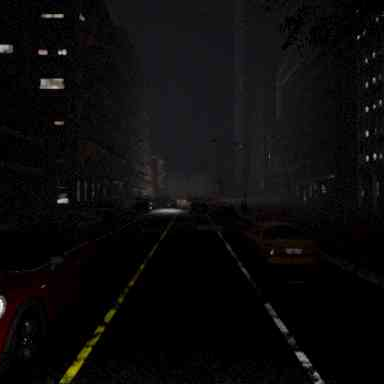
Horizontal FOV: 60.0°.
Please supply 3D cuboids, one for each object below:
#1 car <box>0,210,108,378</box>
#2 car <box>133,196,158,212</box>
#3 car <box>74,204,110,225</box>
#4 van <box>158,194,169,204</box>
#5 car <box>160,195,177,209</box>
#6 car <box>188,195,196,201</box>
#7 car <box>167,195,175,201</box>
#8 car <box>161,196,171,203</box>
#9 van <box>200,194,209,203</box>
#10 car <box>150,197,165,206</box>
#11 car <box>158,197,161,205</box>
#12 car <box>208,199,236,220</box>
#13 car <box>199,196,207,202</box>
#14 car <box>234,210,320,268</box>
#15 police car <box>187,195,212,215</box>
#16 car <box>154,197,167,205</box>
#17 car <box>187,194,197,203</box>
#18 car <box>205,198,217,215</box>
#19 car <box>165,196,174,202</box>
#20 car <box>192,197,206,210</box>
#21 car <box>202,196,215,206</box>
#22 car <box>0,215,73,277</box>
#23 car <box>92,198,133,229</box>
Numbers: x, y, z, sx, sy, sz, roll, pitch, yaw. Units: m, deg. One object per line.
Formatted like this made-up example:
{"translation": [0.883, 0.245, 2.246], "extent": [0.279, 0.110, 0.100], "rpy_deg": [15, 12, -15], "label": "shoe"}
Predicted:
{"translation": [-3.101, 1.358, 5.638], "extent": [2.097, 1.767, 4.553], "rpy_deg": [0, 0, 0], "label": "car"}
{"translation": [-5.676, 1.358, 38.812], "extent": [2.192, 1.841, 5.009], "rpy_deg": [1, 0, 0], "label": "car"}
{"translation": [-5.679, 1.543, 16.364], "extent": [1.752, 1.417, 4.829], "rpy_deg": [1, 0, 0], "label": "car"}
{"translation": [-5.677, 1.420, 66.662], "extent": [1.690, 1.788, 3.998], "rpy_deg": [1, 0, 0], "label": "van"}
{"translation": [-3.086, 1.544, 47.143], "extent": [2.128, 1.511, 4.902], "rpy_deg": [0, 0, 0], "label": "car"}
{"translation": [-0.001, 1.547, 85.211], "extent": [2.128, 1.511, 4.902], "rpy_deg": [0, 0, 0], "label": "car"}
{"translation": [-5.681, 1.635, 88.770], "extent": [1.752, 1.417, 4.829], "rpy_deg": [1, 0, 0], "label": "car"}
{"translation": [-5.680, 1.612, 72.061], "extent": [1.752, 1.417, 4.829], "rpy_deg": [1, 0, 0], "label": "car"}
{"translation": [2.703, 1.427, 72.230], "extent": [1.690, 1.788, 3.998], "rpy_deg": [1, 0, 0], "label": "van"}
{"translation": [-5.680, 1.630, 55.521], "extent": [1.947, 1.339, 4.313], "rpy_deg": [1, 0, 0], "label": "car"}
{"translation": [-5.680, 1.595, 44.382], "extent": [1.887, 1.381, 4.507], "rpy_deg": [1, 0, 0], "label": "car"}
{"translation": [2.700, 1.580, 27.673], "extent": [2.008, 1.369, 4.403], "rpy_deg": [1, 0, 0], "label": "car"}
{"translation": [2.699, 1.683, 83.368], "extent": [1.802, 1.307, 4.206], "rpy_deg": [1, 0, 0], "label": "car"}
{"translation": [2.701, 1.537, 11.134], "extent": [1.752, 1.417, 4.829], "rpy_deg": [1, 0, 0], "label": "car"}
{"translation": [0.683, 1.463, 35.024], "extent": [1.930, 1.638, 5.238], "rpy_deg": [0, 0, -3], "label": "police car"}
{"translation": [-5.681, 1.622, 61.091], "extent": [2.008, 1.369, 4.403], "rpy_deg": [1, 0, 0], "label": "car"}
{"translation": [-0.001, 1.322, 69.094], "extent": [2.097, 1.767, 4.553], "rpy_deg": [0, 0, 0], "label": "car"}
{"translation": [2.701, 1.587, 33.241], "extent": [2.008, 1.369, 4.403], "rpy_deg": [1, 0, 0], "label": "car"}
{"translation": [-5.681, 1.652, 83.369], "extent": [2.008, 1.369, 4.403], "rpy_deg": [1, 0, 0], "label": "car"}
{"translation": [0.879, 1.507, 45.118], "extent": [1.801, 1.575, 5.366], "rpy_deg": [0, 0, 0], "label": "car"}
{"translation": [2.702, 1.504, 55.521], "extent": [1.967, 1.590, 4.097], "rpy_deg": [1, 0, 0], "label": "car"}
{"translation": [-5.680, 1.577, 10.965], "extent": [1.947, 1.339, 4.313], "rpy_deg": [1, 0, 0], "label": "car"}
{"translation": [-5.676, 1.339, 22.105], "extent": [2.192, 1.841, 5.009], "rpy_deg": [1, 0, 0], "label": "car"}
